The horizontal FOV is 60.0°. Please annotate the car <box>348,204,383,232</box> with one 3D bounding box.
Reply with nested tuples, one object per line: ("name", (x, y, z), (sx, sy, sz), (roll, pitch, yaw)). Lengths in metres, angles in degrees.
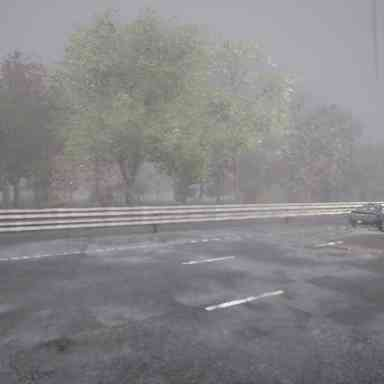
("car", (11.489, 1.501, 20.168), (4.902, 1.511, 2.128), (0, 0, -34))
